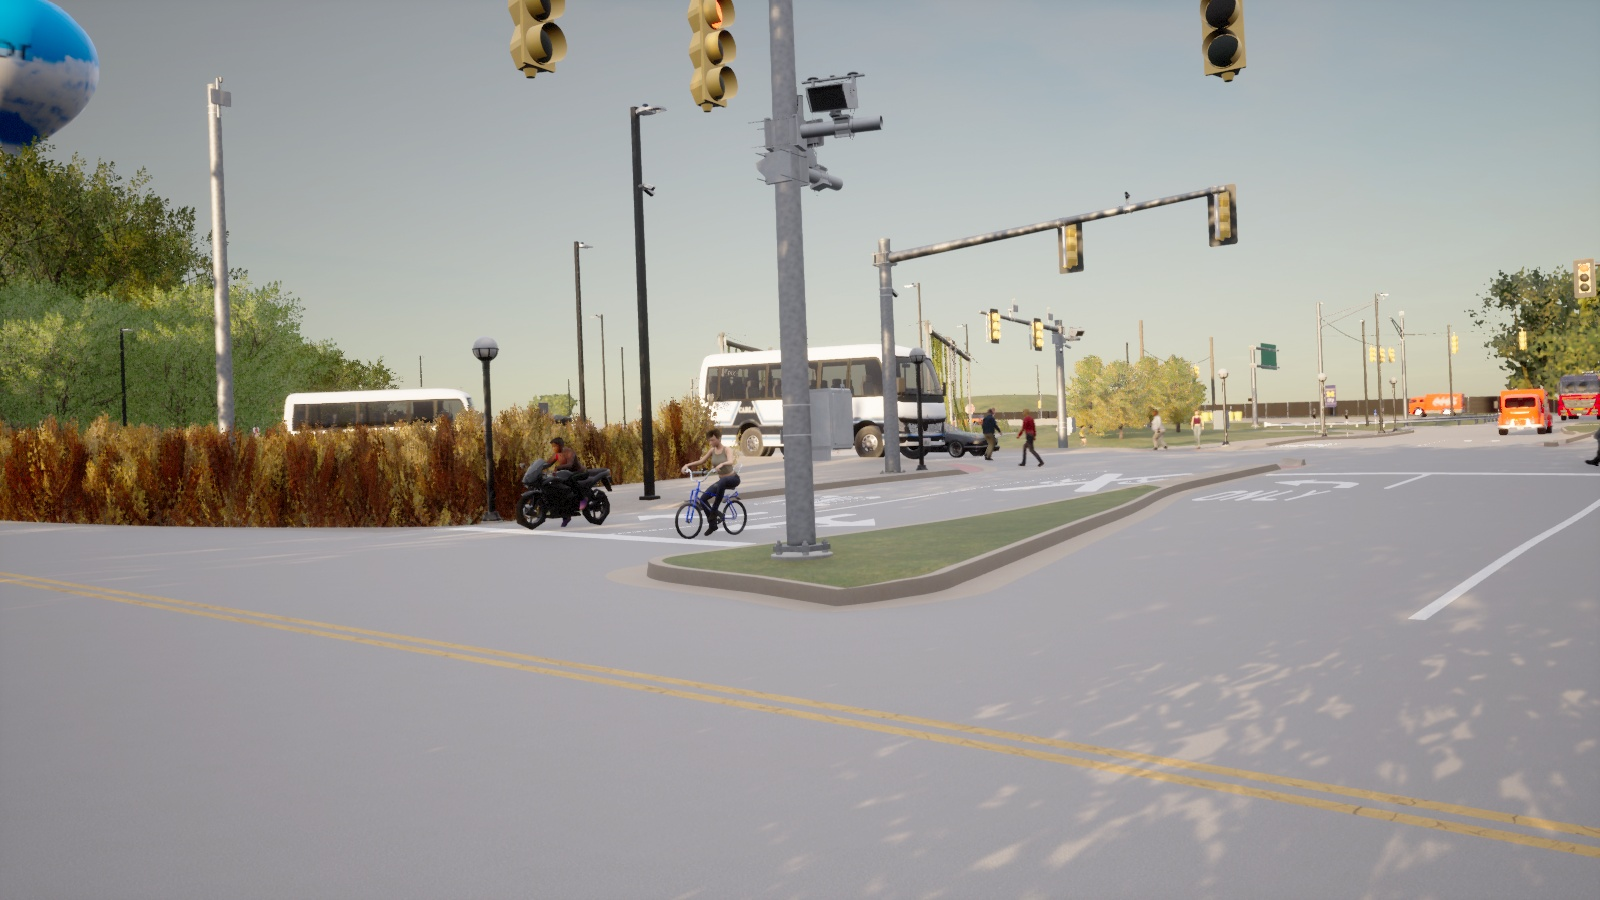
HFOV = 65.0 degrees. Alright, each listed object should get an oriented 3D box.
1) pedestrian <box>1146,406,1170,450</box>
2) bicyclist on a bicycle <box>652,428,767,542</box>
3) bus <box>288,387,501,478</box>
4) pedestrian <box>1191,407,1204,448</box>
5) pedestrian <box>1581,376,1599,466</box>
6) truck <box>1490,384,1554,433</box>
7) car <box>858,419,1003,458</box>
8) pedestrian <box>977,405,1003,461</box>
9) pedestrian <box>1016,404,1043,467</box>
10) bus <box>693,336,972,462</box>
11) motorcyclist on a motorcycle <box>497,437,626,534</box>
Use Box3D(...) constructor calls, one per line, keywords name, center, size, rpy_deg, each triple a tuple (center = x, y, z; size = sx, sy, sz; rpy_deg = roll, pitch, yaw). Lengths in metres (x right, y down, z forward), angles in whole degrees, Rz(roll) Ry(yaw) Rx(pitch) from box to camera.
Box3D(name="pedestrian", center=(15.654, -0.946, 54.981), size=(0.900, 1.855, 0.874), rpy_deg=(-2, 0, 14))
Box3D(name="bicyclist on a bicycle", center=(-1.328, 0.497, 18.664), size=(0.866, 1.612, 1.509), rpy_deg=(-1, 0, 41))
Box3D(name="bus", center=(-21.589, -1.013, 67.622), size=(10.273, 4.253, 3.944), rpy_deg=(-3, 3, -10))
Box3D(name="pedestrian", center=(18.052, -1.039, 57.073), size=(0.345, 1.836, 0.594), rpy_deg=(-3, 0, 33))
Box3D(name="pedestrian", center=(17.636, -0.647, 27.353), size=(0.873, 1.952, 0.659), rpy_deg=(-3, 0, 45))
Box3D(name="truck", center=(39.421, -2.234, 68.480), size=(2.627, 2.467, 5.204), rpy_deg=(-2, 1, 34))
Box3D(name="car", center=(5.067, -0.437, 49.106), size=(5.357, 1.411, 2.033), rpy_deg=(0, 1, 37))
Box3D(name="pedestrian", center=(6.368, -0.585, 42.135), size=(0.726, 1.842, 0.402), rpy_deg=(-2, 0, -40))
Box3D(name="pedestrian", center=(6.900, -0.431, 37.806), size=(0.636, 1.846, 0.331), rpy_deg=(-3, 0, 38))
Box3D(name="bus", center=(1.025, -1.756, 47.453), size=(10.273, 4.253, 3.944), rpy_deg=(0, 1, 41))
Box3D(name="motorcyclist on a motorcycle", center=(-3.959, 0.559, 20.983), size=(0.797, 1.523, 2.044), rpy_deg=(-1, 0, 39))
